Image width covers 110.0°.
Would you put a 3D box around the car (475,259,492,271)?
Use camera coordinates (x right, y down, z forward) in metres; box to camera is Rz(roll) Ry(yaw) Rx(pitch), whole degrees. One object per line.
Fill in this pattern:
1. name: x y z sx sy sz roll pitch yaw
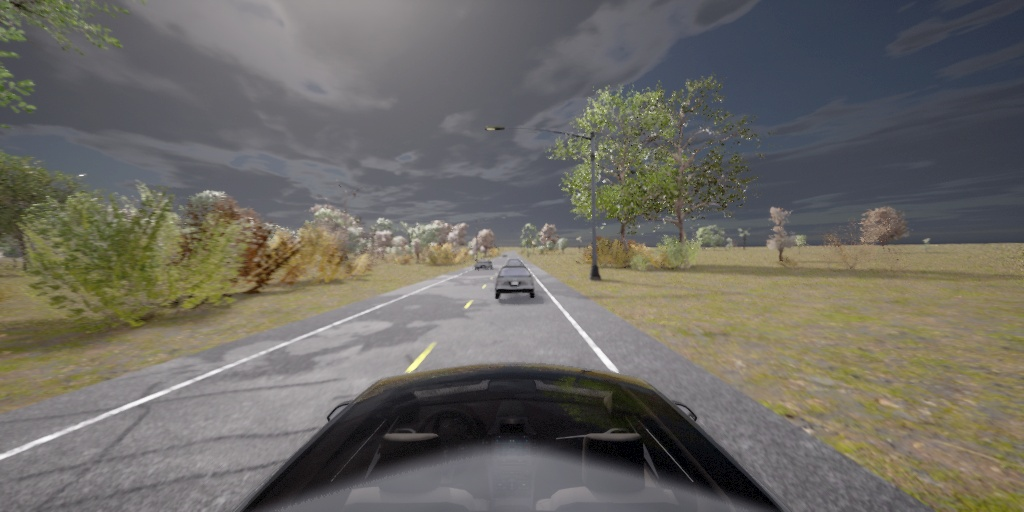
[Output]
1. car: -3.324 1.006 42.998 1.994 1.385 4.181 -1 1 0

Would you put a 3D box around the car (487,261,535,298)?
1. car: 0.115 1.159 17.543 2.033 1.411 5.357 -1 1 0

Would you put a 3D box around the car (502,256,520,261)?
1. car: 0.235 0.985 38.264 1.994 1.385 4.181 -1 1 0
